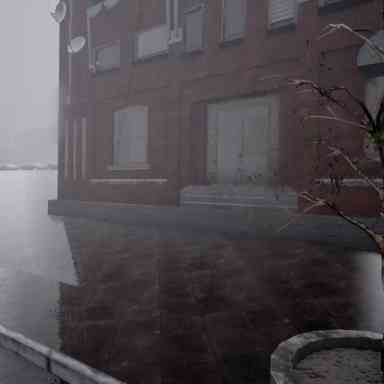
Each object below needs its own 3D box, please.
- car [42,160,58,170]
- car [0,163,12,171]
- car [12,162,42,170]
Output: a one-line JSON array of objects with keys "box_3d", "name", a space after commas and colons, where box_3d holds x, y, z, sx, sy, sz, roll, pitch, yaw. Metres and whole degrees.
[{"box_3d": [-16.727, -3.372, 43.423, 4.553, 1.767, 2.185, 1, 1, 26], "name": "car"}, {"box_3d": [-26.642, -3.431, 48.318, 4.674, 1.452, 2.002, 1, 1, 28], "name": "car"}, {"box_3d": [-21.809, -3.369, 45.863, 4.892, 1.521, 2.231, 1, 1, 27], "name": "car"}]
